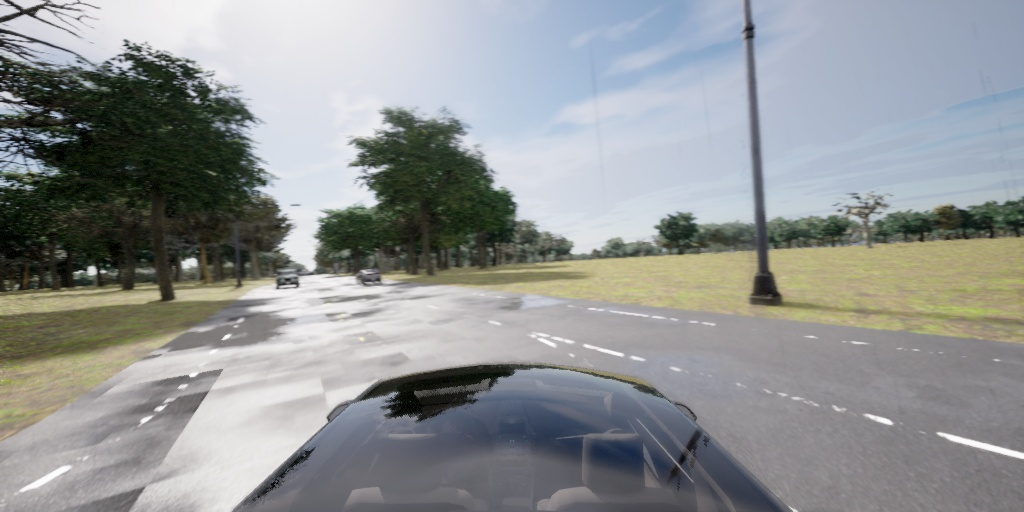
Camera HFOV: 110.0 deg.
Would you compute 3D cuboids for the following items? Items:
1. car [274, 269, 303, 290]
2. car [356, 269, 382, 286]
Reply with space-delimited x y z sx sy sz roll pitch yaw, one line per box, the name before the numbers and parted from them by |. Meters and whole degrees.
car | -24.752 2.525 39.549 2.150 2.045 5.566 -4 0 -32
car | -14.744 2.139 36.790 2.128 1.511 4.902 -4 0 -32
